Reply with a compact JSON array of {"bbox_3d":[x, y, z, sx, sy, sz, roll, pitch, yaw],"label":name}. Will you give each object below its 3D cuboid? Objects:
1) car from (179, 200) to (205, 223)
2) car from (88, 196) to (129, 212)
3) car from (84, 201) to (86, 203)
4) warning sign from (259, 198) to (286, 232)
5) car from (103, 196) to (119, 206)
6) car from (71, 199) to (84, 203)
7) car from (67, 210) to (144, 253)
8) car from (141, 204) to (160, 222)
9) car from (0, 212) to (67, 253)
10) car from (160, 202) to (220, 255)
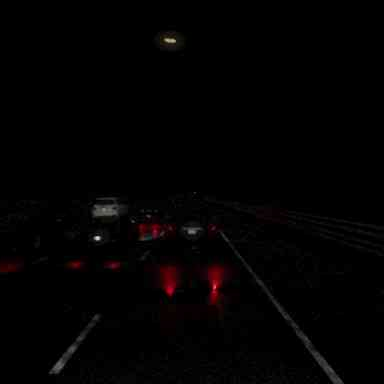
[{"bbox_3d":[0.011,1.625,29.073,2.097,1.767,4.553,0,-1,0],"label":"car"},{"bbox_3d":[-6.990,1.491,29.016,2.150,2.045,5.566,0,0,0],"label":"car"},{"bbox_3d":[-20.980,2.105,71.814,2.097,1.767,4.553,0,-1,0],"label":"car"},{"bbox_3d":[4.555,1.294,18.874,1.300,1.860,1.060,0,-1,0],"label":"warning sign"},{"bbox_3d":[-17.480,1.975,71.754,2.150,2.045,5.566,0,-1,0],"label":"car"},{"bbox_3d":[-24.480,2.228,71.783,1.882,1.535,5.008,0,-1,0],"label":"car"},{"bbox_3d":[-3.488,1.700,14.310,1.994,1.385,4.181,0,-1,0],"label":"car"},{"bbox_3d":[-3.487,1.769,29.284,2.128,1.511,4.902,0,0,0],"label":"car"},{"bbox_3d":[-6.989,1.615,14.465,1.882,1.535,5.008,0,0,0],"label":"car"},{"bbox_3d":[0.006,1.484,14.074,2.097,1.767,4.553,0,-1,0],"label":"car"}]
